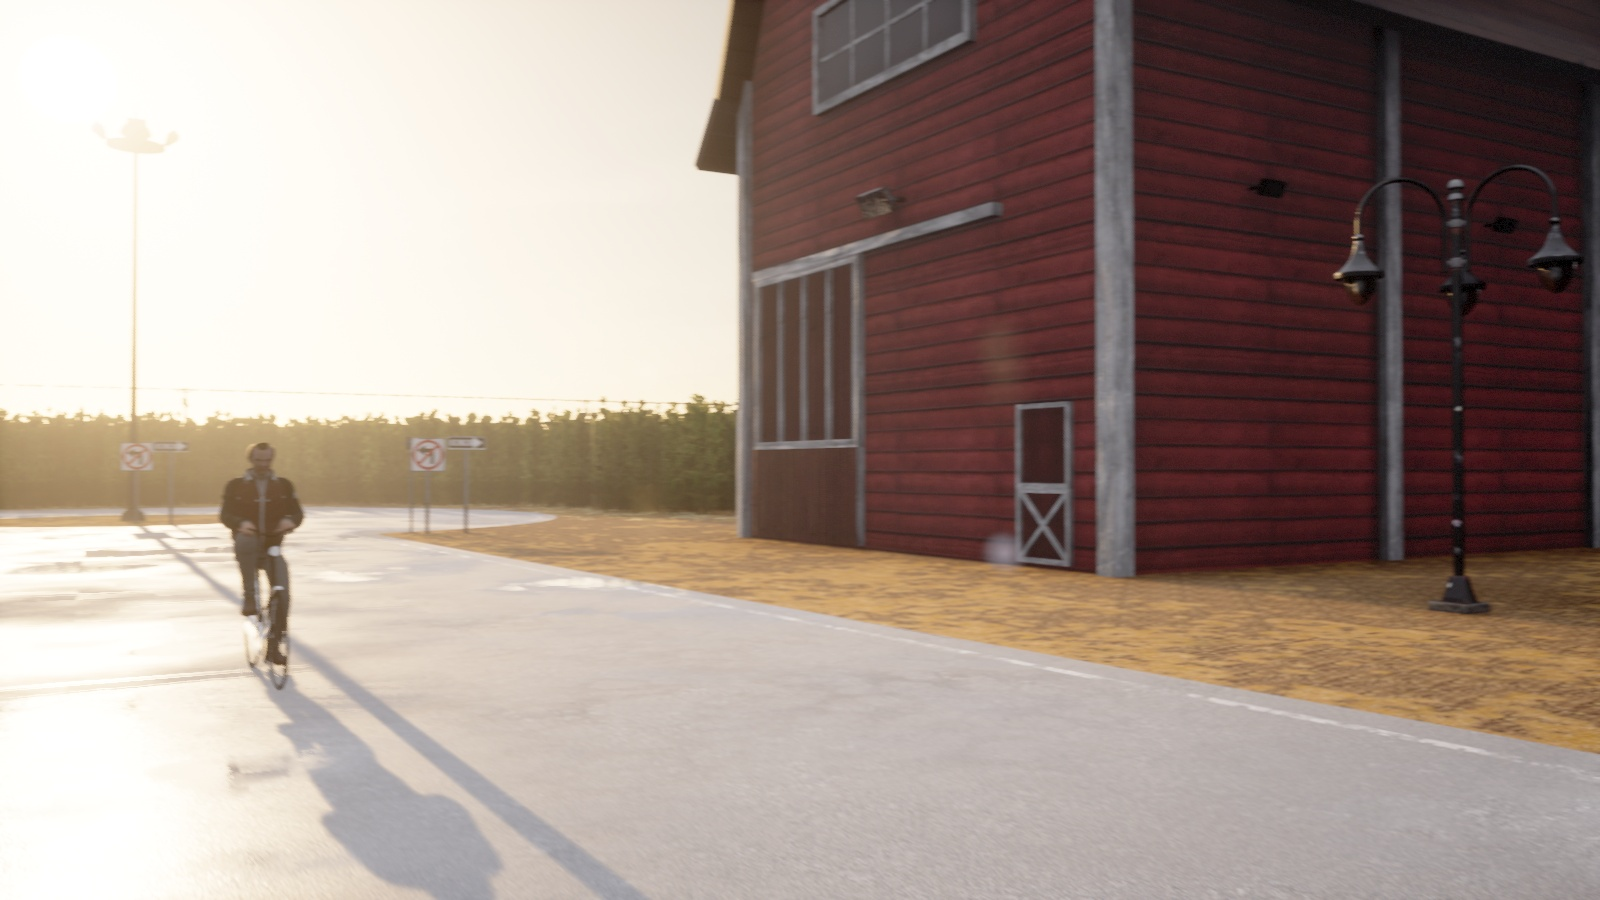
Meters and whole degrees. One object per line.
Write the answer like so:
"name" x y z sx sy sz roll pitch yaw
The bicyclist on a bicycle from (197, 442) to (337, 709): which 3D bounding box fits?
"bicyclist on a bicycle" -3.982 0.850 9.301 0.659 1.776 1.843 0 -1 -32
